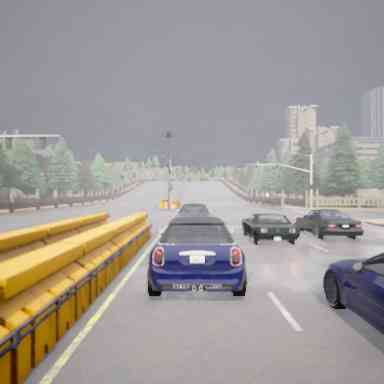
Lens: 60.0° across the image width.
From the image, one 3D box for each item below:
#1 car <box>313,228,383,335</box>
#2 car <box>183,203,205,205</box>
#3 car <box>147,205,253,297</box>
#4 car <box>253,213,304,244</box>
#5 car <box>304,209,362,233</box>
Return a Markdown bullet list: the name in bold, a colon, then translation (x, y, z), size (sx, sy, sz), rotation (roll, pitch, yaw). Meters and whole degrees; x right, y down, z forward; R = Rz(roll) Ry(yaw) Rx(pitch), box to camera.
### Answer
- **car**: translation (3.608, 1.547, 4.927), size (1.812, 1.442, 4.674), rotation (0, 0, 0)
- **car**: translation (0.120, 1.435, 19.606), size (2.097, 1.767, 4.553), rotation (0, 0, 0)
- **car**: translation (0.109, 1.389, 8.831), size (2.097, 1.767, 4.553), rotation (0, 0, 0)
- **car**: translation (3.619, 1.671, 16.192), size (1.895, 1.301, 4.718), rotation (0, 0, 0)
- **car**: translation (7.123, 1.624, 17.790), size (2.033, 1.411, 5.357), rotation (0, 0, 1)
